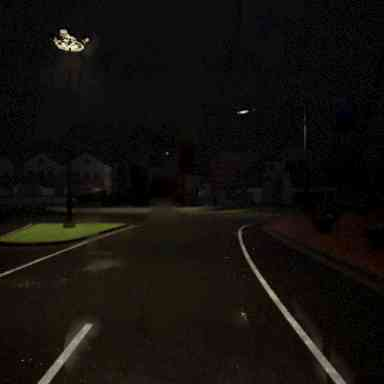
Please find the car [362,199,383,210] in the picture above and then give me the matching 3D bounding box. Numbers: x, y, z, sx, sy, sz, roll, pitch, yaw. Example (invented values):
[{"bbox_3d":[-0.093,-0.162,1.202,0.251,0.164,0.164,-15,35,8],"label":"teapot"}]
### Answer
[{"bbox_3d":[24.738,1.677,44.781,4.674,1.442,1.812,0,-1,-27],"label":"car"}]
